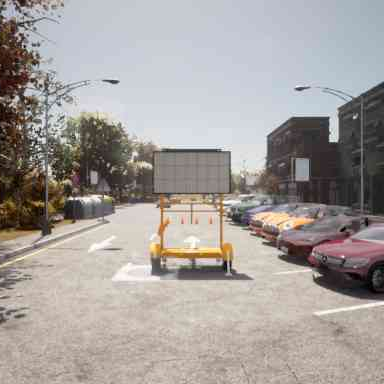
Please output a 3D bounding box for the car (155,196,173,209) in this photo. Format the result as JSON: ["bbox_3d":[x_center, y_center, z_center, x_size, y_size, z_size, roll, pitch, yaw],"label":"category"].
[{"bbox_3d":[-4.136,1.613,48.145,1.812,1.442,4.674,0,0,0],"label":"car"}]

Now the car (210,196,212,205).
[{"bbox_3d":[5.365,1.600,44.669,4.674,1.452,2.002,1,0,-20],"label":"car"}]

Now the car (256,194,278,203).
[{"bbox_3d":[18.333,1.462,81.718,2.435,2.045,5.566,0,0,-21],"label":"car"}]

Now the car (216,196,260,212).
[{"bbox_3d":[5.322,1.413,38.660,4.553,1.767,2.185,1,0,-20],"label":"car"}]

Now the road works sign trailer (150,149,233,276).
[{"bbox_3d":[-0.011,0.467,10.358,2.380,3.560,2.880,0,0,0],"label":"road works sign trailer"}]

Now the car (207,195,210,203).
[{"bbox_3d":[5.362,1.583,50.681,5.008,1.535,2.097,1,-1,-20],"label":"car"}]

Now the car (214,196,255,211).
[{"bbox_3d":[5.328,1.423,41.661,4.553,1.767,2.185,1,0,-20],"label":"car"}]

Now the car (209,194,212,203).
[{"bbox_3d":[5.401,1.446,47.678,4.553,1.767,2.185,1,0,-20],"label":"car"}]

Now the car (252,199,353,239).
[{"bbox_3d":[5.334,1.366,14.653,4.553,1.767,2.185,1,0,-20],"label":"car"}]

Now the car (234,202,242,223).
[{"bbox_3d":[5.308,1.538,20.651,4.674,1.452,2.002,1,0,-20],"label":"car"}]

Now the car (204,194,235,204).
[{"bbox_3d":[5.375,1.391,65.719,5.566,2.045,2.435,1,0,-20],"label":"car"}]

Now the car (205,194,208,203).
[{"bbox_3d":[5.190,1.612,59.625,5.366,1.575,1.946,1,0,-20],"label":"car"}]

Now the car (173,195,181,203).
[{"bbox_3d":[-3.856,1.555,77.869,2.097,1.767,4.553,0,0,4],"label":"car"}]

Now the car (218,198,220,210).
[{"bbox_3d":[5.151,1.503,26.586,5.366,1.575,1.946,1,0,-20],"label":"car"}]

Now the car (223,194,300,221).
[{"bbox_3d":[5.308,1.251,23.629,5.566,2.045,2.435,1,0,-20],"label":"car"}]

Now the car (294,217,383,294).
[{"bbox_3d":[5.299,1.527,8.641,4.674,1.452,2.002,1,0,-20],"label":"car"}]

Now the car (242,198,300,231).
[{"bbox_3d":[5.339,1.369,17.654,4.553,1.767,2.185,1,0,-20],"label":"car"}]

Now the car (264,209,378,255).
[{"bbox_3d":[5.271,1.518,11.633,4.792,1.488,2.163,1,0,-20],"label":"car"}]

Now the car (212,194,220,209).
[{"bbox_3d":[5.317,1.270,32.646,5.566,2.045,2.435,1,0,-20],"label":"car"}]

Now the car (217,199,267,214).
[{"bbox_3d":[5.321,1.560,35.645,4.792,1.488,2.163,1,0,-20],"label":"car"}]

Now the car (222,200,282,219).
[{"bbox_3d":[5.304,1.544,29.644,4.792,1.488,2.163,1,0,-20],"label":"car"}]
